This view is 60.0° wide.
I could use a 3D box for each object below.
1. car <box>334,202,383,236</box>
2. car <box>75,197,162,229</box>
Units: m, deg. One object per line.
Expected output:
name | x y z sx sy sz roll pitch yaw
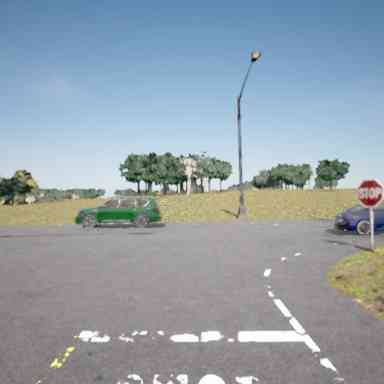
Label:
car | 8.762 1.145 15.239 4.181 1.385 1.994 -3 -2 -1
car | -4.750 1.370 22.045 5.566 2.045 2.150 0 -1 0
